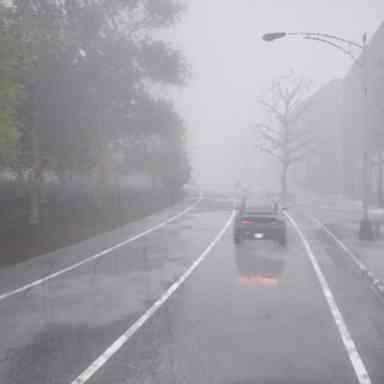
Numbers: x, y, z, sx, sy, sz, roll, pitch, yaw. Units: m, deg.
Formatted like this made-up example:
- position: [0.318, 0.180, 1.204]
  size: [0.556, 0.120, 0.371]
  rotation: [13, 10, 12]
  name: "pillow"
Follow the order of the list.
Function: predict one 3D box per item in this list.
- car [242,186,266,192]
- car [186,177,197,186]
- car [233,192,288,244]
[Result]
- position: [5.320, 0.223, 28.459]
  size: [1.812, 1.442, 4.674]
  rotation: [1, 3, 6]
  name: "car"
- position: [-0.593, -2.384, 69.323]
  size: [2.150, 2.045, 5.566]
  rotation: [1, 3, -12]
  name: "car"
- position: [2.752, 1.044, 13.376]
  size: [1.837, 1.490, 4.892]
  rotation: [0, 4, 13]
  name: "car"
